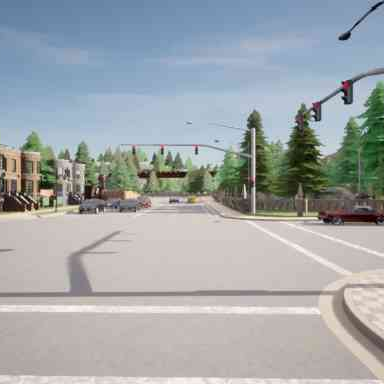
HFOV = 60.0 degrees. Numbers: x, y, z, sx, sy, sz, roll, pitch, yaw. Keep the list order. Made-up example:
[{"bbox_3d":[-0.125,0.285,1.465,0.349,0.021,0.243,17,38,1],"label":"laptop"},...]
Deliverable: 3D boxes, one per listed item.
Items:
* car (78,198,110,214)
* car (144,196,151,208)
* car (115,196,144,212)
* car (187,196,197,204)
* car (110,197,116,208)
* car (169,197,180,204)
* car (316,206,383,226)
[{"bbox_3d":[-10.595,1.505,35.564,1.837,1.490,4.892,0,0,0],"label":"car"},{"bbox_3d":[-7.082,1.352,47.478,2.097,1.767,4.553,0,0,0],"label":"car"},{"bbox_3d":[-7.085,1.505,38.277,1.837,1.490,4.892,0,0,0],"label":"car"},{"bbox_3d":[0.063,1.477,64.966,1.882,1.535,5.008,0,0,0],"label":"car"},{"bbox_3d":[-10.597,1.491,44.980,2.128,1.511,4.902,0,0,0],"label":"car"},{"bbox_3d":[-3.437,1.601,65.254,1.895,1.301,4.718,0,0,0],"label":"car"},{"bbox_3d":[11.176,1.601,22.934,4.718,1.301,1.895,0,0,2],"label":"car"}]
